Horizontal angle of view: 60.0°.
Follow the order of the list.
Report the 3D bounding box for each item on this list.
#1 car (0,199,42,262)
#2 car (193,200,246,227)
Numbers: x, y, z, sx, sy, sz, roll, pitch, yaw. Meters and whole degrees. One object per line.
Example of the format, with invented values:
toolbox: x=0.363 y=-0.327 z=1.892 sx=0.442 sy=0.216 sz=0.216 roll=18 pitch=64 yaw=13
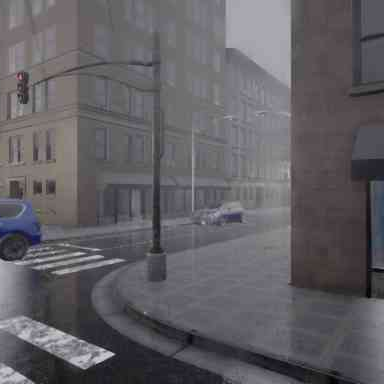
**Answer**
car: x=-7.537 y=1.248 z=10.236 sx=2.150 sy=2.045 sz=5.566 roll=0 pitch=0 yaw=35
car: x=2.051 y=1.473 z=23.719 sx=2.097 sy=1.767 sz=4.553 roll=0 pitch=0 yaw=36
